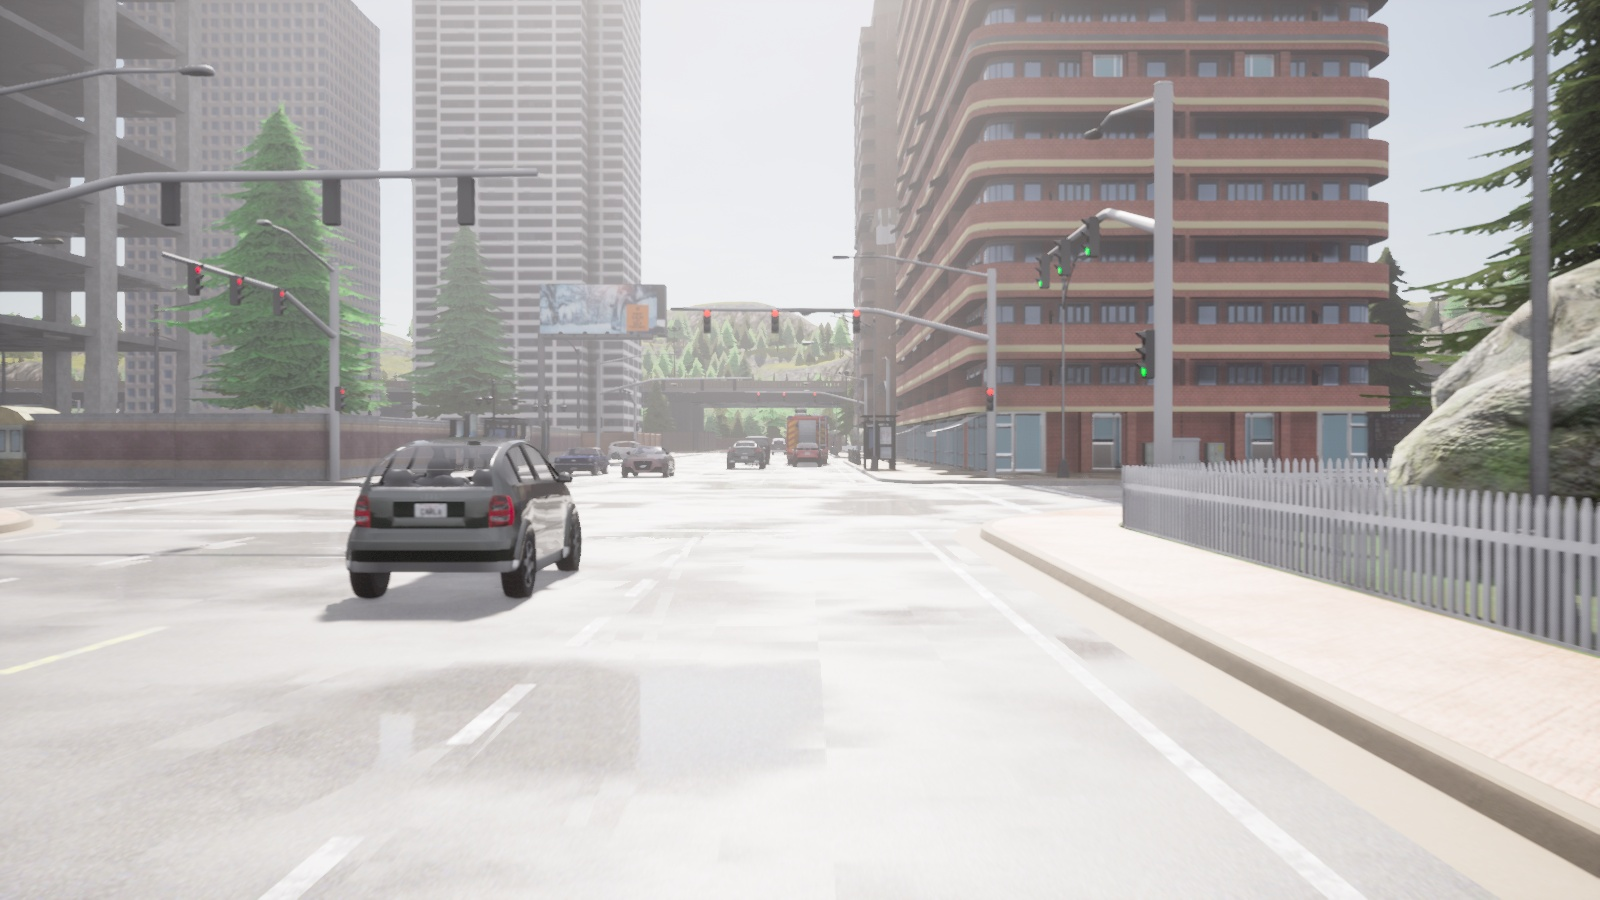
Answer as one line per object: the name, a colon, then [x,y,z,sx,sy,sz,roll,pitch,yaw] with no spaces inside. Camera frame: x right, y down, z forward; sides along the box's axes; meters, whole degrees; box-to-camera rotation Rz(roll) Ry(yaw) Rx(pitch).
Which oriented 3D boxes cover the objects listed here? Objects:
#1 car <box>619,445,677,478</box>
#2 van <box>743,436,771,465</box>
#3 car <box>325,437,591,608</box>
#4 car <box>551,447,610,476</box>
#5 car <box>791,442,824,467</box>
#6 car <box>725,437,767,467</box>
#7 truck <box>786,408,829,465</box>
car: [-6.668,0.493,55.384,1.994,1.385,4.181,0,0,1]
van: [-2.994,0.002,87.820,1.775,1.987,4.442,0,0,0]
car: [-3.410,0.648,13.244,1.789,1.549,3.705,0,0,0]
car: [-10.158,0.509,58.455,1.895,1.301,4.718,0,0,0]
car: [0.456,0.248,78.865,2.007,1.525,4.514,0,0,0]
car: [-3.079,0.114,72.441,2.152,1.651,5.027,0,0,0]
truck: [0.513,-0.919,88.875,2.891,3.827,8.468,0,0,0]
